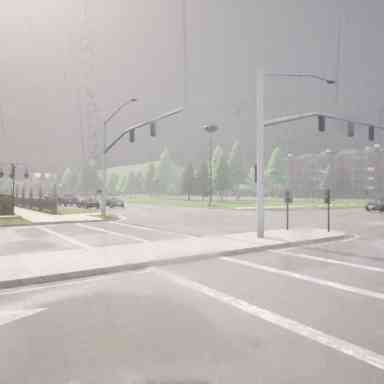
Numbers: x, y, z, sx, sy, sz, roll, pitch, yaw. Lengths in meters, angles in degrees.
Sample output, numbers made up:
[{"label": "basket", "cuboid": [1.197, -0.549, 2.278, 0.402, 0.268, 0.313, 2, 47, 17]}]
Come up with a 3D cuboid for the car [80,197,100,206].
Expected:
[{"label": "car", "cuboid": [-17.119, 1.572, 55.583, 1.994, 1.385, 4.181, 0, 0, -36]}]

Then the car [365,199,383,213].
[{"label": "car", "cuboid": [21.479, 1.510, 37.646, 4.902, 1.511, 2.128, 0, 0, -35]}]

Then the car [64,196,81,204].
[{"label": "car", "cuboid": [-22.927, 1.572, 63.678, 1.994, 1.385, 4.181, 0, 0, -36]}]

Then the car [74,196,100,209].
[{"label": "car", "cuboid": [-14.165, 1.608, 45.544, 1.895, 1.301, 4.718, 0, 0, -36]}]

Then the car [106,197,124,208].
[{"label": "car", "cuboid": [-11.359, 1.500, 47.640, 2.128, 1.511, 4.902, 0, 0, -36]}]

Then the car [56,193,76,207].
[{"label": "car", "cuboid": [-19.876, 1.228, 53.420, 2.150, 2.045, 5.566, 0, 0, -36]}]

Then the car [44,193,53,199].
[{"label": "car", "cuboid": [-26.011, 1.228, 61.966, 2.150, 2.045, 5.566, 0, 0, -35]}]
